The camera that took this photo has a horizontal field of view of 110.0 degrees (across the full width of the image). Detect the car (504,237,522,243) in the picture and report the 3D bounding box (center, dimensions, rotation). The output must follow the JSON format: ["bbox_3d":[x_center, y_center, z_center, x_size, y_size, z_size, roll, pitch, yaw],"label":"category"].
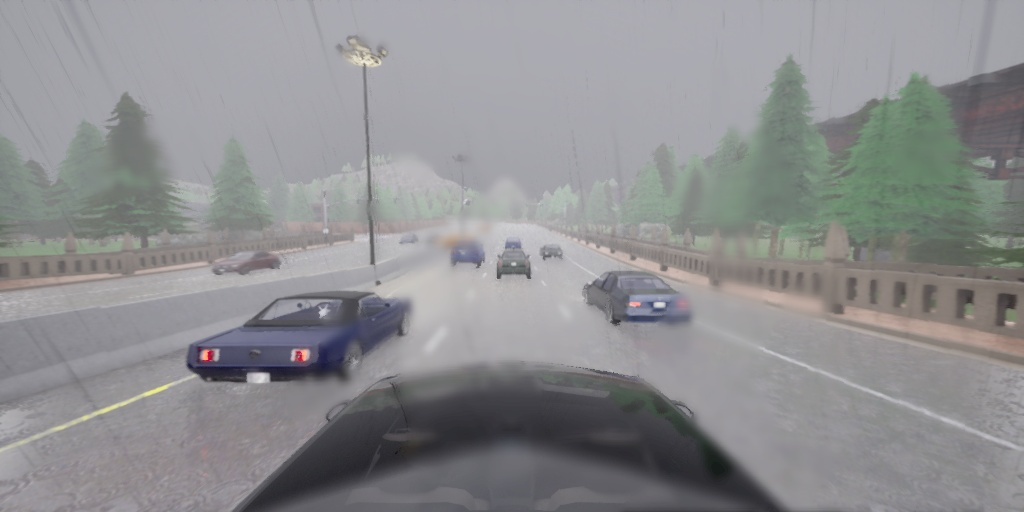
[{"bbox_3d":[0.149,-1.434,41.072,1.882,1.535,5.008,0,6,0],"label":"car"}]

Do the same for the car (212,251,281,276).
[{"bbox_3d":[-17.589,0.412,24.044,1.812,1.442,4.674,0,4,0],"label":"car"}]

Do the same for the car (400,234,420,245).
[{"bbox_3d":[-13.934,-2.317,49.391,1.812,1.442,4.674,0,6,1],"label":"car"}]

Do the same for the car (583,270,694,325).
[{"bbox_3d":[3.604,1.159,11.261,2.033,1.411,5.357,0,2,0],"label":"car"}]

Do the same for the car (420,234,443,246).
[{"bbox_3d":[-10.450,-2.192,48.100,1.837,1.490,4.892,0,6,1],"label":"car"}]

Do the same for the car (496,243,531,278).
[{"bbox_3d":[0.107,0.319,22.982,2.097,1.767,4.553,0,5,0],"label":"car"}]

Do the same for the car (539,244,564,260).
[{"bbox_3d":[3.616,-0.438,33.300,1.895,1.301,4.718,0,6,0],"label":"car"}]

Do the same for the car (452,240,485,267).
[{"bbox_3d":[-3.390,-0.313,28.567,2.150,2.045,5.566,0,6,0],"label":"car"}]

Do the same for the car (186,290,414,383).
[{"bbox_3d":[-3.398,1.318,7.042,1.895,1.301,4.718,0,1,0],"label":"car"}]
